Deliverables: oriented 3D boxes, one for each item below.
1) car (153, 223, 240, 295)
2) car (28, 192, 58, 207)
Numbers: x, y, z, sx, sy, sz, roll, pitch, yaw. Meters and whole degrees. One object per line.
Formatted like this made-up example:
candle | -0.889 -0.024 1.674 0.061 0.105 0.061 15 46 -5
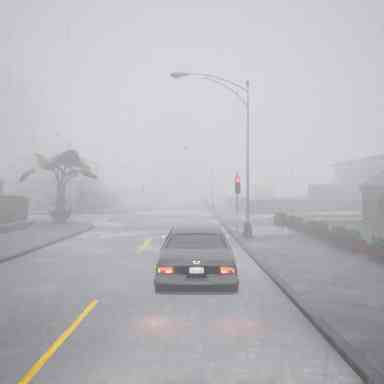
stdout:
car | 0.100 1.547 8.879 2.033 1.411 5.357 0 0 0
car | -19.744 0.985 43.924 1.905 1.878 3.866 0 0 35
